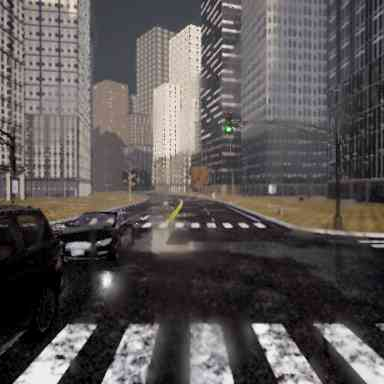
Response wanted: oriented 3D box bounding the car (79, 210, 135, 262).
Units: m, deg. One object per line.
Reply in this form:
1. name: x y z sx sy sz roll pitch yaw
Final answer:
1. car: -3.251 1.427 11.938 2.128 1.511 4.902 0 1 0

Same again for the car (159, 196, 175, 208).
1. car: -3.276 1.241 43.845 2.128 1.511 4.902 0 0 0

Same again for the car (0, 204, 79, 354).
1. car: -3.251 1.217 3.486 2.150 2.045 5.566 0 0 0
